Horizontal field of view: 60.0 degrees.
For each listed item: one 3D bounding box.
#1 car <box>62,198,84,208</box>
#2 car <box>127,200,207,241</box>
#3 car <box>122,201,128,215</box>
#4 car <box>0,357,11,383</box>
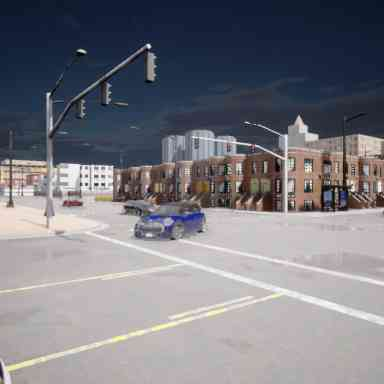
[{"bbox_3d":[-17.525,1.601,48.970,1.895,1.301,4.718,0,0,-36],"label":"car"},{"bbox_3d":[-0.944,1.352,16.963,2.097,1.767,4.553,-1,0,26],"label":"car"},{"bbox_3d":[-5.006,1.504,31.624,1.837,1.490,4.892,0,0,-36],"label":"car"},{"bbox_3d":[-3.740,1.221,1.100,5.566,2.045,2.150,0,0,-35],"label":"car"}]
